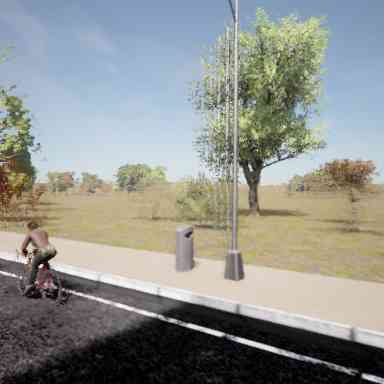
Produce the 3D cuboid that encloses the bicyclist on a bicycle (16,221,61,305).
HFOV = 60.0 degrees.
[{"bbox_3d":[-3.193,1.438,6.865,1.656,1.620,0.582,0,0,35],"label":"bicyclist on a bicycle"}]
